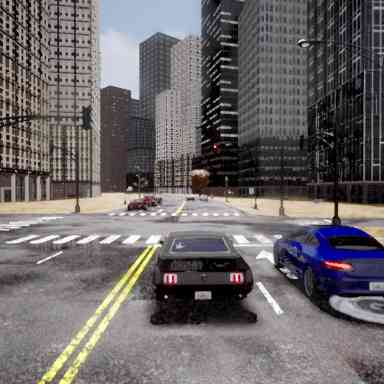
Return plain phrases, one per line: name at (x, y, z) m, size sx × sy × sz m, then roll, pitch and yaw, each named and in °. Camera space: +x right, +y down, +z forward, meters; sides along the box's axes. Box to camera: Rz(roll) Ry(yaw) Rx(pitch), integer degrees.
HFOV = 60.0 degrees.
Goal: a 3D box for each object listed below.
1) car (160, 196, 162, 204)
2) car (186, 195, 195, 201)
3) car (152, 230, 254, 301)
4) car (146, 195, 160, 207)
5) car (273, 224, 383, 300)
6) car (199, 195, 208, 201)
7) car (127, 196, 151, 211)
car at (-6.502, 1.405, 60.889) m, size 2.128 × 1.511 × 4.902 m, roll 0°, pitch 0°, yaw 0°
car at (-0.427, 1.454, 80.443) m, size 1.895 × 1.301 × 4.718 m, roll 0°, pitch 0°, yaw -4°
car at (0.111, 1.596, 8.286) m, size 1.895 × 1.301 × 4.718 m, roll 0°, pitch 0°, yaw -3°
car at (-6.520, 1.290, 50.598) m, size 2.097 × 1.767 × 4.553 m, roll 0°, pitch 0°, yaw 0°
car at (3.354, 1.521, 8.254) m, size 1.812 × 1.442 × 4.674 m, roll 0°, pitch 0°, yaw 1°
car at (2.821, 1.381, 80.556) m, size 1.812 × 1.442 × 4.674 m, roll 0°, pitch 0°, yaw -4°
car at (-6.536, 1.523, 40.350) m, size 1.994 × 1.385 × 4.181 m, roll 0°, pitch 0°, yaw 0°
